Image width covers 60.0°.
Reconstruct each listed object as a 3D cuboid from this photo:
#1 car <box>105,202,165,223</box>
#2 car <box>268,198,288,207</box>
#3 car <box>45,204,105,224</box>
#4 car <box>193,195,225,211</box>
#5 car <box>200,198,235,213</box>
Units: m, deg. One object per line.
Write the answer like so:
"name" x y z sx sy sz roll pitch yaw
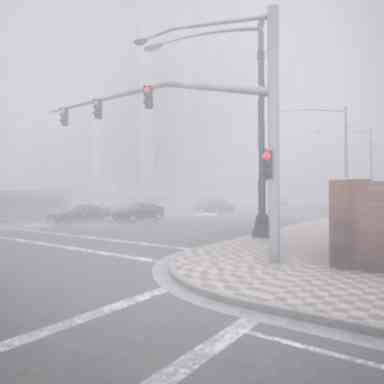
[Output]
"car" -4.389 1.610 27.617 1.882 1.535 5.008 0 0 36
"car" 13.643 1.623 52.465 2.128 1.511 4.902 0 0 36
"car" -9.046 1.703 27.142 2.033 1.411 5.357 0 0 36
"car" 2.390 1.376 42.993 2.150 2.045 5.566 0 0 36
"car" 3.192 1.695 38.121 1.994 1.385 4.181 0 0 36
